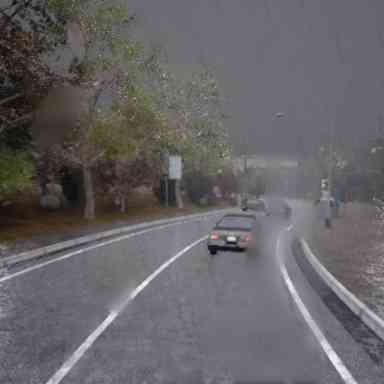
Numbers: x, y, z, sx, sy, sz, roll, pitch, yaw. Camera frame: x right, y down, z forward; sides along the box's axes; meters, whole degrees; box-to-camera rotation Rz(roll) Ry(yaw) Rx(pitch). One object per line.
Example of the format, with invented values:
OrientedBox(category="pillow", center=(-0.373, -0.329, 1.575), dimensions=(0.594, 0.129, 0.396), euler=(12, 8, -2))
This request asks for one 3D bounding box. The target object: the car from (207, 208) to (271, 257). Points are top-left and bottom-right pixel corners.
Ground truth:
OrientedBox(category="car", center=(1.917, 1.583, 13.244), dimensions=(2.033, 1.411, 5.357), euler=(2, 0, 15))

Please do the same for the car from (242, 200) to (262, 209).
OrientedBox(category="car", center=(7.115, 1.595, 38.285), dimensions=(2.033, 1.411, 5.357), euler=(3, 1, 22))

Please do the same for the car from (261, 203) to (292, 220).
OrientedBox(category="car", center=(8.070, 1.707, 30.644), dimensions=(2.033, 1.411, 5.357), euler=(3, 1, 22))

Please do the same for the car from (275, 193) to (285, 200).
OrientedBox(category="car", center=(20.268, 1.119, 76.693), dimensions=(2.150, 2.045, 5.566), euler=(2, 0, 12))
